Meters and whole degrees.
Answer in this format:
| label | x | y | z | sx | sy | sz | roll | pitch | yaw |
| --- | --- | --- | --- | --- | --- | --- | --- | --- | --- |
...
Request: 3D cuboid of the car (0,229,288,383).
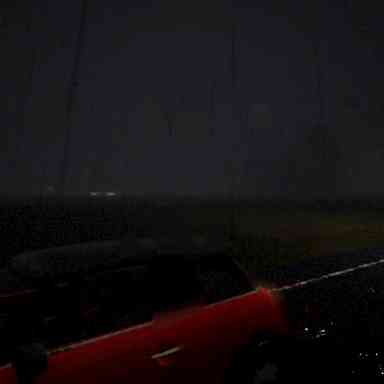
| label | x | y | z | sx | sy | sz | roll | pitch | yaw |
| --- | --- | --- | --- | --- | --- | --- | --- | --- | --- |
| car | -1.217 | 1.343 | 3.122 | 4.553 | 1.767 | 2.097 | -1 | 1 | -35 |
